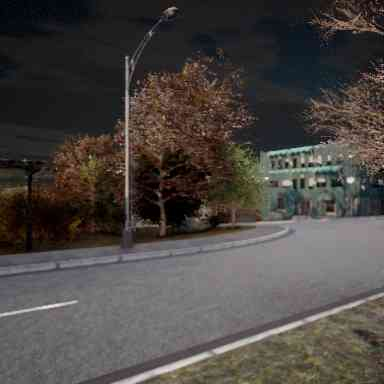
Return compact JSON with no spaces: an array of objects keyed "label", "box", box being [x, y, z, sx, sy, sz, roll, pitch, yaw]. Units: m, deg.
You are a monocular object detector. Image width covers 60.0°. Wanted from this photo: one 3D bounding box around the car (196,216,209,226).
[{"label":"car","box":[1.538,4.226,48.879,1.882,1.535,5.008,0,-5,-27]}]
